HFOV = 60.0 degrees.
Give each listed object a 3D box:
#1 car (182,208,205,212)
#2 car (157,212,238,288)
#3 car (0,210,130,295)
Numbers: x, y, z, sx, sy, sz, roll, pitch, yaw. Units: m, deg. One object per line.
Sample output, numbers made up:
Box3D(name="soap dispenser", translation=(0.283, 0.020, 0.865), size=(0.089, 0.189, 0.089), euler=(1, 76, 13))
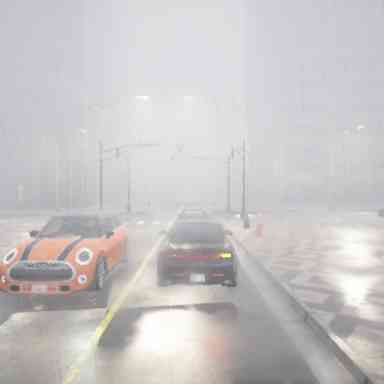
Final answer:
Box3D(name="car", translation=(0.085, 1.579, 18.103), size=(1.994, 1.385, 4.181), euler=(0, 0, 1))
Box3D(name="car", translation=(0.113, 1.513, 9.193), size=(1.837, 1.490, 4.892), euler=(0, 0, 0))
Box3D(name="car", translation=(-3.063, 1.360, 8.955), size=(2.097, 1.767, 4.553), euler=(0, 0, 0))
